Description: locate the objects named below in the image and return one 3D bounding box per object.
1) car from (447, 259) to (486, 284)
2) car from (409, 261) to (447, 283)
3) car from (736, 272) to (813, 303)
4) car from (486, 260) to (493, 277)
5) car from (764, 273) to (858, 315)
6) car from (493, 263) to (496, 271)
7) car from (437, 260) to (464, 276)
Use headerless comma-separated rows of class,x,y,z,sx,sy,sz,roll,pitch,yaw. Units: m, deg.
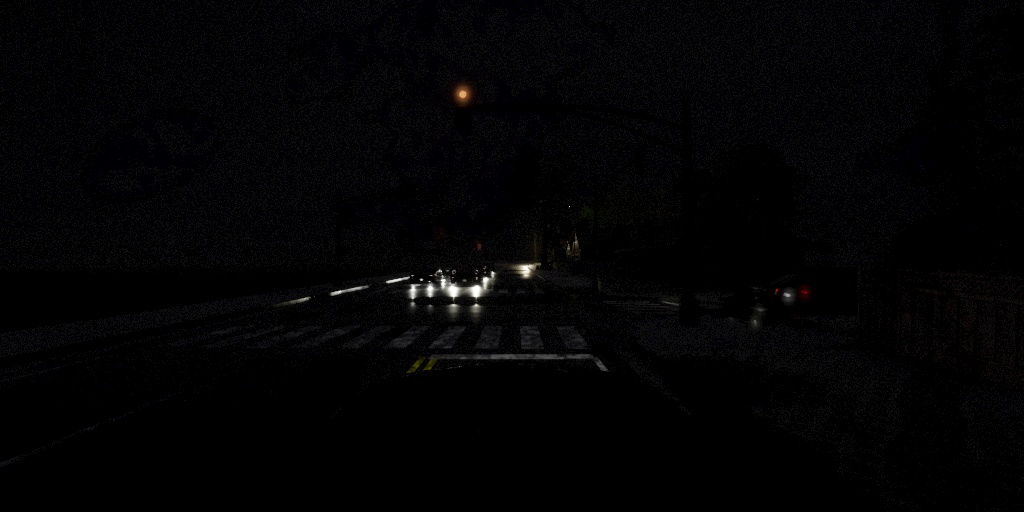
car,-3.304,1.109,26.859,2.097,1.767,4.553,0,0,-1
car,-6.623,1.305,28.181,2.033,1.411,5.357,0,0,-4
car,13.066,1.508,16.556,5.008,1.535,1.882,1,-2,-2
car,-3.342,1.109,35.688,2.097,1.767,4.553,0,0,0
car,12.480,1.498,13.681,4.181,1.385,1.994,1,-2,-2
car,-3.325,1.286,49.018,1.812,1.442,4.674,0,0,0
car,-6.592,1.246,38.959,2.128,1.511,4.902,0,0,0
